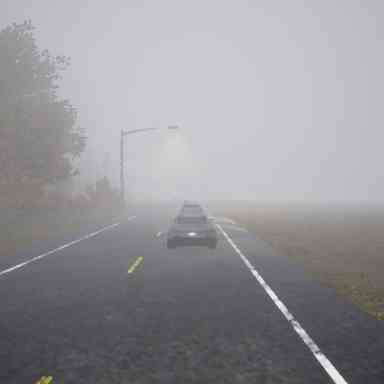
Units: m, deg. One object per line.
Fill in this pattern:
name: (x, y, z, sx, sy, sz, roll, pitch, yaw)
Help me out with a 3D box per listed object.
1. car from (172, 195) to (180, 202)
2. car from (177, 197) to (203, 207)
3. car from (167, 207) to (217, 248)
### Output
car: (-3.500, 1.513, 76.738, 1.812, 1.442, 4.674, 0, 0, 0)
car: (0.000, 1.492, 29.650, 2.128, 1.511, 4.902, 0, 0, 0)
car: (0.000, 1.570, 14.650, 1.994, 1.385, 4.181, 0, 0, 0)
